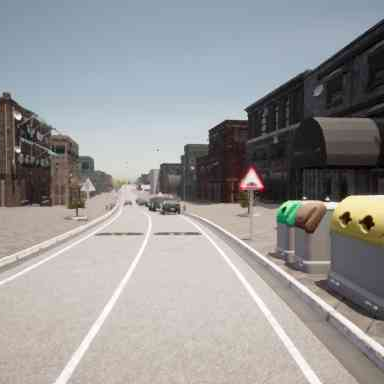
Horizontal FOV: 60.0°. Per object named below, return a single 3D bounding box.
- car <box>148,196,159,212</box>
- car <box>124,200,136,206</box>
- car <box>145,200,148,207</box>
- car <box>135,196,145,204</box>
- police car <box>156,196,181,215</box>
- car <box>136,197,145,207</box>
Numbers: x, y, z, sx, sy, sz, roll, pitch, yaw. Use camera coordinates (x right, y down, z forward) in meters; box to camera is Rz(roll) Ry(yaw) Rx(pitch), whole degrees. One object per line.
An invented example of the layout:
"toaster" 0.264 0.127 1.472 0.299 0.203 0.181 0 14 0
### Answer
"car" -4.375 1.627 45.840 2.150 2.045 5.566 0 -2 -12
"car" -14.426 2.454 75.452 1.994 1.385 4.181 0 0 -12
"car" -5.581 1.832 51.726 2.150 2.045 5.566 0 -2 -12
"car" -13.375 2.069 85.249 2.097 1.767 4.553 0 2 -12
"police car" -2.433 1.571 36.031 1.930 1.638 5.238 0 -1 -10
"car" -10.366 2.389 70.588 1.837 1.490 4.892 0 0 -12
